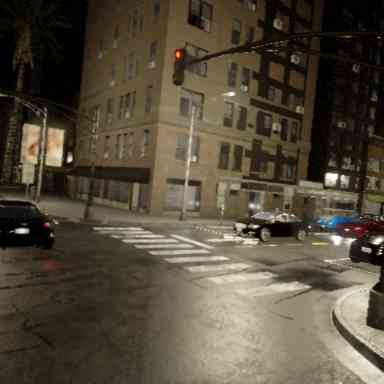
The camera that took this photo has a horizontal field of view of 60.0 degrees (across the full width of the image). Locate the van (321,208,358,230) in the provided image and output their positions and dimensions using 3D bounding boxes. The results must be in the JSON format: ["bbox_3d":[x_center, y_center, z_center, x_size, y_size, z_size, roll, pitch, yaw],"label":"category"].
[{"bbox_3d":[11.848,2.256,26.946,3.998,1.788,1.690,5,1,-37],"label":"van"}]

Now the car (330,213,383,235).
[{"bbox_3d":[12.300,2.573,24.083,4.181,1.385,1.994,5,1,-36],"label":"car"}]

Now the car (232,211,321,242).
[{"bbox_3d":[4.410,1.804,18.167,4.902,1.511,2.128,5,1,-35],"label":"car"}]

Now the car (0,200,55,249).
[{"bbox_3d":[-5.939,0.943,10.894,1.994,1.385,4.181,4,1,-37],"label":"car"}]

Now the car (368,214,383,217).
[{"bbox_3d":[16.227,2.744,30.234,4.097,1.590,1.967,5,1,-37],"label":"car"}]

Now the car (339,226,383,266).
[{"bbox_3d":[8.110,2.327,13.543,4.313,1.339,1.947,5,1,-37],"label":"car"}]
